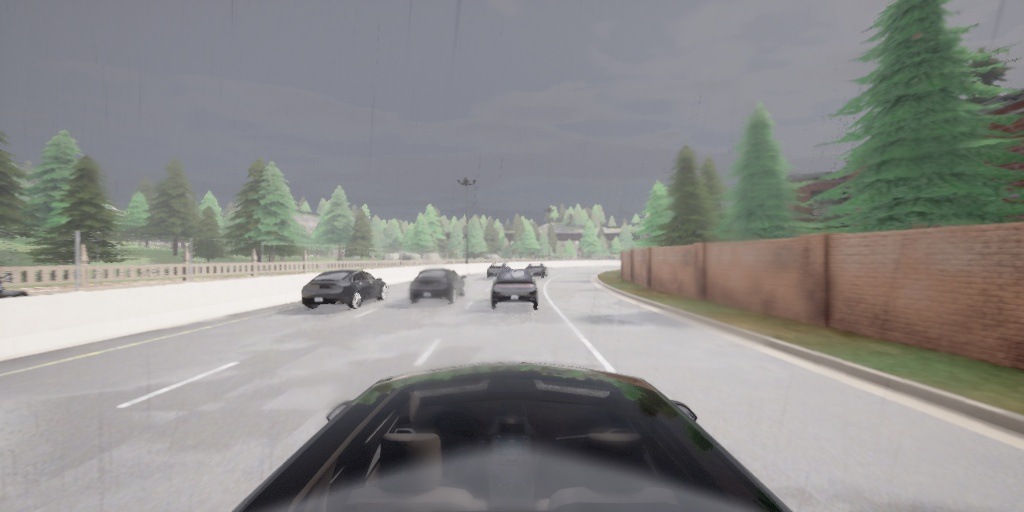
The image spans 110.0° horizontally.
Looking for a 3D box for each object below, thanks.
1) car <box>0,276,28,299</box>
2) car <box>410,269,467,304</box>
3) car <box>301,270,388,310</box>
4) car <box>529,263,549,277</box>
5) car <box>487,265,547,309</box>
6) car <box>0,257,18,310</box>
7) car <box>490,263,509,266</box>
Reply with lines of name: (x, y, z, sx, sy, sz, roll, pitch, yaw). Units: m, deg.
car: (-14.081, 1.290, 7.611, 1.882, 1.535, 5.008, 0, 0, 0)
car: (-3.328, 1.327, 16.793, 1.837, 1.490, 4.892, 0, 0, 2)
car: (-6.866, 1.330, 15.237, 1.837, 1.490, 4.892, 0, 0, 1)
car: (2.483, 1.376, 35.115, 2.128, 1.511, 4.902, 0, 0, 13)
car: (0.134, 1.299, 15.348, 2.128, 1.511, 4.902, 0, 0, 1)
car: (-21.072, 1.070, 11.708, 2.150, 2.045, 5.566, 0, 0, 1)
car: (-1.083, 1.386, 35.130, 2.128, 1.511, 4.902, 0, 0, 12)
